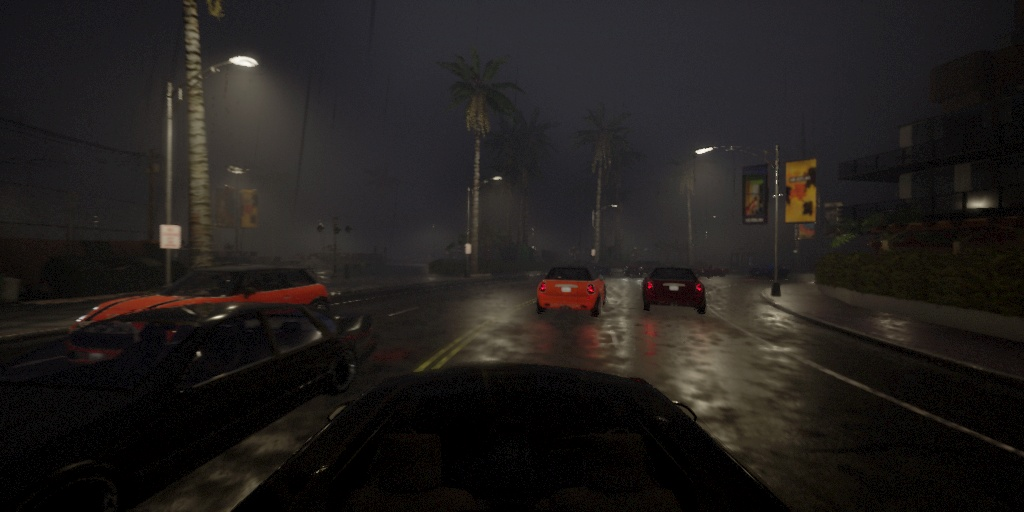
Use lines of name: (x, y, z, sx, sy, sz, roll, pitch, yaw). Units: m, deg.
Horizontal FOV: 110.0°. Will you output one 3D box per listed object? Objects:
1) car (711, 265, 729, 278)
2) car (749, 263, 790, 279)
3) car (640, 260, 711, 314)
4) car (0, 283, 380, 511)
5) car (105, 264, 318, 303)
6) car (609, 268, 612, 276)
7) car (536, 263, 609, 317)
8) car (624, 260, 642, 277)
car: (19.683, 1.524, 35.888, 4.718, 1.301, 1.895, 1, 0, -35)
car: (25.578, 1.467, 35.533, 5.008, 1.535, 1.882, 0, 0, -30)
car: (6.460, 1.157, 14.630, 2.097, 1.767, 4.553, 1, 0, 21)
car: (-3.388, 1.257, 3.870, 2.033, 1.411, 5.357, 1, 0, 5)
car: (-6.261, 1.022, 7.931, 2.097, 1.767, 4.553, 1, 0, 10)
car: (7.979, 1.355, 35.107, 4.181, 1.385, 1.994, 1, 0, -45)
car: (2.401, 1.113, 13.671, 2.097, 1.767, 4.553, 1, 0, 17)
car: (12.863, 1.198, 34.926, 4.553, 1.767, 2.097, 0, 0, -40)
